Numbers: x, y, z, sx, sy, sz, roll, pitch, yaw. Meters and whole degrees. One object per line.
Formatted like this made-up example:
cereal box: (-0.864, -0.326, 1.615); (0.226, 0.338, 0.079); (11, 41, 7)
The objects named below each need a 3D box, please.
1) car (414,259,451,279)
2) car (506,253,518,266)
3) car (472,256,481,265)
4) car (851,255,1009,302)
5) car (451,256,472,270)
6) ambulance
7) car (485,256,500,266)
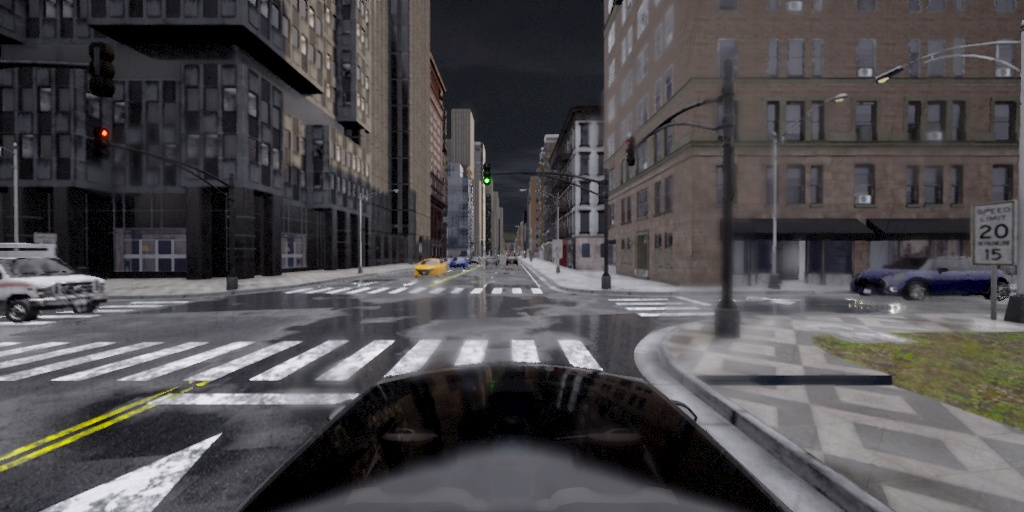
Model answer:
car: (-6.592, 0.976, 29.472); (1.882, 1.535, 5.008); (0, 1, 0)
car: (0.001, 0.759, 57.367); (1.882, 1.535, 5.008); (0, 0, 0)
car: (-6.499, 0.803, 62.374); (1.837, 1.490, 4.892); (0, 0, 0)
car: (16.405, 0.806, 14.276); (4.553, 1.767, 2.097); (0, 0, 0)
car: (-6.582, 0.856, 44.924); (1.882, 1.535, 5.008); (0, 1, 1)
ambulance: (-17.008, 0.808, 11.461); (6.366, 2.431, 2.351); (-1, 1, 0)
car: (-3.249, 0.773, 57.368); (2.128, 1.511, 4.902); (0, 0, 0)
